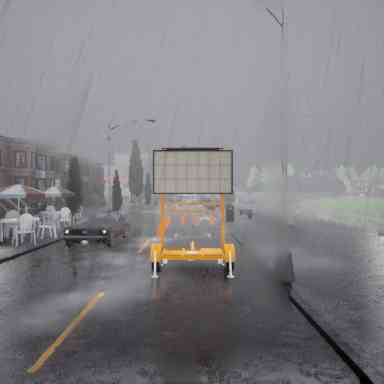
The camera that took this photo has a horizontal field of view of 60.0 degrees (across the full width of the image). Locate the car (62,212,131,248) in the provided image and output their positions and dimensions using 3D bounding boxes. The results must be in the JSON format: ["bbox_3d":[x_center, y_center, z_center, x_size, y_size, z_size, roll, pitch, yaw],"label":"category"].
[{"bbox_3d":[-4.065,1.601,14.881,1.895,1.301,4.718,0,0,0],"label":"car"}]

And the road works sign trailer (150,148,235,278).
[{"bbox_3d":[0.024,0.464,10.141,2.380,3.560,2.880,0,0,0],"label":"road works sign trailer"}]

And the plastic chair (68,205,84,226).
[{"bbox_3d":[-7.396,1.506,21.185,0.730,1.271,0.750,0,0,-40],"label":"plastic chair"}]

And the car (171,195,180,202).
[{"bbox_3d":[-3.820,1.491,77.535,2.128,1.511,4.902,0,0,0],"label":"car"}]
